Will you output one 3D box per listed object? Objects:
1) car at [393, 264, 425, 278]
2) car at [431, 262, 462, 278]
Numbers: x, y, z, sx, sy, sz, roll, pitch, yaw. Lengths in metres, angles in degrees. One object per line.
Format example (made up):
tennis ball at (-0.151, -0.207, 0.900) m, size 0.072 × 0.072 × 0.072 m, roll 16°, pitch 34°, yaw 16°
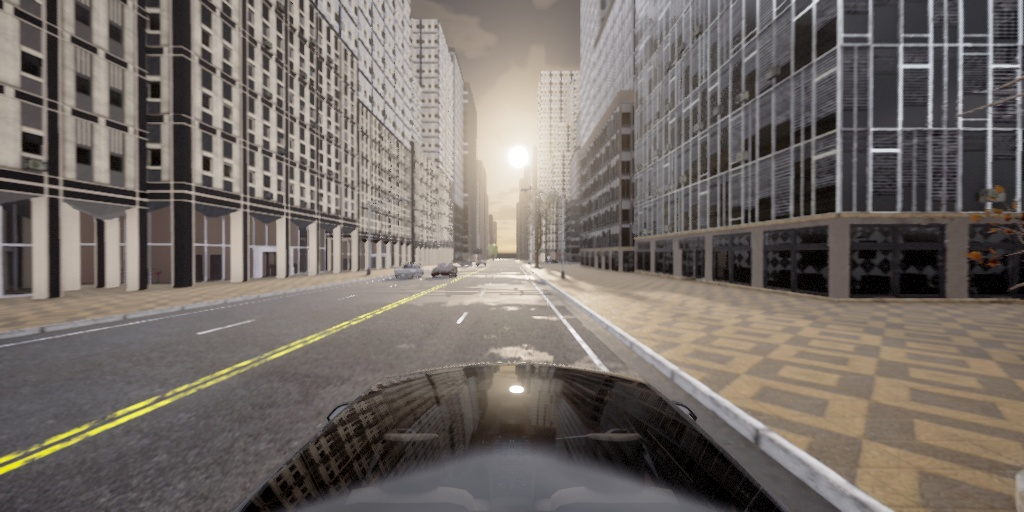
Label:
car at (-9.839, 1.442, 34.575) m, size 1.895 × 1.301 × 4.718 m, roll 0°, pitch 0°, yaw 0°
car at (-6.590, 1.391, 35.435) m, size 2.033 × 1.411 × 5.357 m, roll 0°, pitch 0°, yaw 0°
